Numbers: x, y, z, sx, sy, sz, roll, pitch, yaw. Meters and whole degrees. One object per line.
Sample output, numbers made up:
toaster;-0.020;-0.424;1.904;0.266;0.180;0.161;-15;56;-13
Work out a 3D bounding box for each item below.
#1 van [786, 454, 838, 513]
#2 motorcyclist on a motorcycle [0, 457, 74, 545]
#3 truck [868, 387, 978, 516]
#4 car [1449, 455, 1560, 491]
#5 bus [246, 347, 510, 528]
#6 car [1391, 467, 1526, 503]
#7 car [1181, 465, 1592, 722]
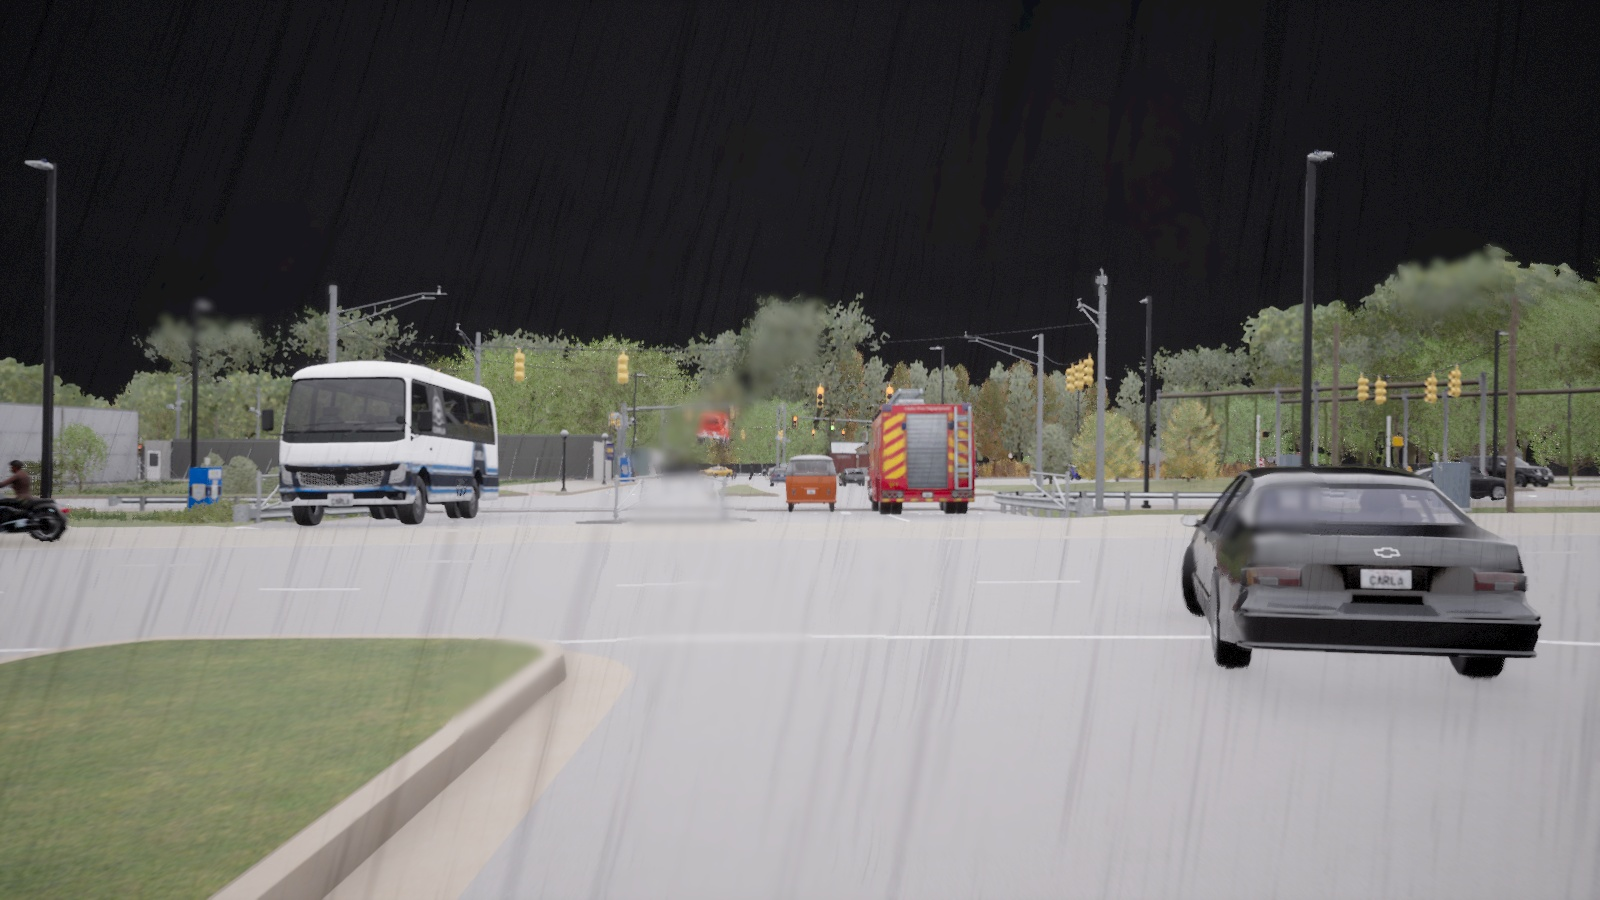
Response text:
van;0.425;1.153;44.900;1.775;1.987;4.442;0;0;1
motorcyclist on a motorcycle;-15.367;0.972;24.139;2.350;1.649;0.766;-1;0;1
truck;3.901;0.165;41.676;2.891;3.827;8.468;0;-2;1
car;42.025;1.393;75.056;2.150;2.045;5.566;1;-2;-24
bus;-11.182;-0.150;34.874;3.944;4.253;10.273;-1;-2;-1
car;28.759;1.512;54.939;4.892;1.490;1.837;-1;0;0
car;4.142;0.834;9.865;2.033;1.411;5.357;0;0;15
